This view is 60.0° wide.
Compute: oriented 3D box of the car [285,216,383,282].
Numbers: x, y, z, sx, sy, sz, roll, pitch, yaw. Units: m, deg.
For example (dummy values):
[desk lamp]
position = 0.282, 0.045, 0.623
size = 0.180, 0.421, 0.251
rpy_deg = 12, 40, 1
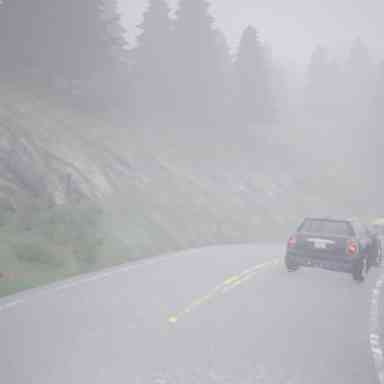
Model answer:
[car]
position = 4.721, 1.561, 10.767
size = 2.097, 1.767, 4.553
rpy_deg = 2, -1, 36
